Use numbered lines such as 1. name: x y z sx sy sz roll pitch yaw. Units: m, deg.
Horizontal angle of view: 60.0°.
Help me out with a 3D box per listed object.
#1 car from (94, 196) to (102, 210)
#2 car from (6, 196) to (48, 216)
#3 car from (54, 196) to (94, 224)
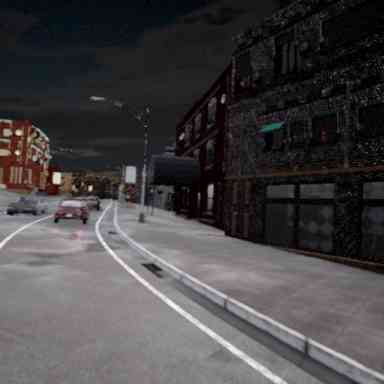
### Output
1. car: -11.450 1.186 38.087 2.128 1.511 4.902 3 -1 -12
2. car: -12.058 1.003 24.574 1.895 1.301 4.718 3 -1 -13
3. car: -7.475 1.138 21.091 1.812 1.442 4.674 3 -1 -14
